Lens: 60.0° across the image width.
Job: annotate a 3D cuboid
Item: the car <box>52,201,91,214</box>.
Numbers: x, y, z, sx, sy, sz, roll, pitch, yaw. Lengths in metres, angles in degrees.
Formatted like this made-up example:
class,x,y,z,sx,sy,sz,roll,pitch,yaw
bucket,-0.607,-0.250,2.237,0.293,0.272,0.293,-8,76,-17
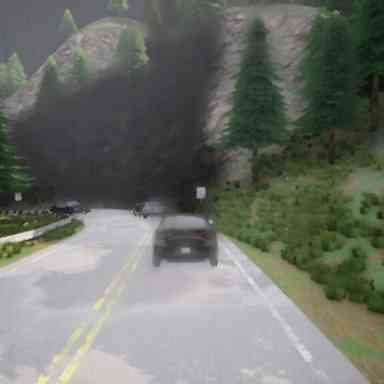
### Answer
class,x,y,z,sx,sy,sz,roll,pitch,yaw
car,-12.341,1.625,33.653,5.357,1.411,2.033,-2,2,43

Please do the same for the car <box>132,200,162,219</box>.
class,x,y,z,sx,sy,sz,roll,pitch,yaw
car,-3.524,1.360,27.225,1.994,1.385,4.181,-2,1,-24

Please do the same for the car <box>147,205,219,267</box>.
class,x,y,z,sx,sy,sz,roll,pitch,yaw
car,-0.250,1.396,11.197,1.882,1.535,5.008,0,0,-2
